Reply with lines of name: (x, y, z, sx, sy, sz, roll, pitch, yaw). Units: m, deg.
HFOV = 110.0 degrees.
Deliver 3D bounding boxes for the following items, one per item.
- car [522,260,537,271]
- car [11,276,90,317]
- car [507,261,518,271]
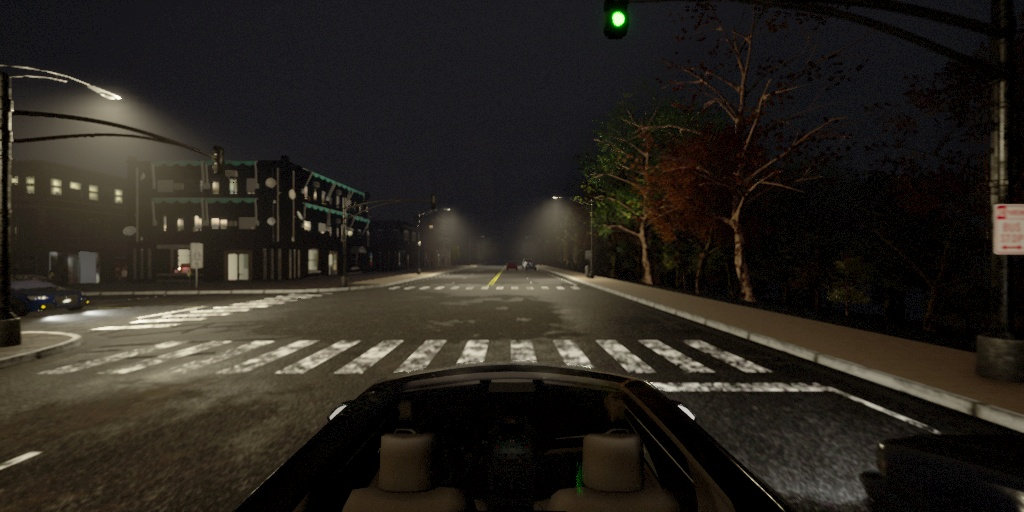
car: (3.275, 1.798, 62.336, 2.033, 1.411, 5.357, 0, 0, 0)
car: (-19.849, 1.645, 14.392, 4.181, 1.385, 1.994, -1, 0, 0)
car: (0.022, 1.729, 62.308, 1.882, 1.535, 5.008, 0, 0, 0)
